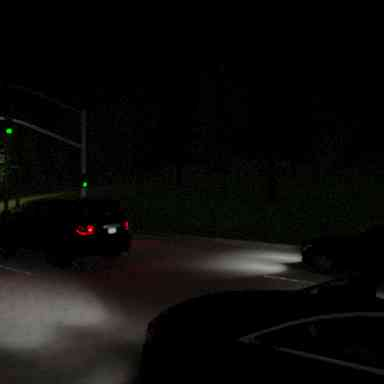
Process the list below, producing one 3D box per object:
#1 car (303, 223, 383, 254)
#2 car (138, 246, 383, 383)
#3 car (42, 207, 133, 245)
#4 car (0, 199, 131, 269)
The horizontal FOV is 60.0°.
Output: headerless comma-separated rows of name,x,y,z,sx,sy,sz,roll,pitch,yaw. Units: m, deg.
car,5.316,1.528,8.784,4.674,1.442,1.812,0,0,36
car,1.678,1.492,2.796,4.902,1.511,2.128,0,0,35
car,-5.217,1.552,16.300,4.674,1.442,1.812,0,0,35
car,-4.571,1.243,11.539,5.566,2.045,2.150,0,0,36
